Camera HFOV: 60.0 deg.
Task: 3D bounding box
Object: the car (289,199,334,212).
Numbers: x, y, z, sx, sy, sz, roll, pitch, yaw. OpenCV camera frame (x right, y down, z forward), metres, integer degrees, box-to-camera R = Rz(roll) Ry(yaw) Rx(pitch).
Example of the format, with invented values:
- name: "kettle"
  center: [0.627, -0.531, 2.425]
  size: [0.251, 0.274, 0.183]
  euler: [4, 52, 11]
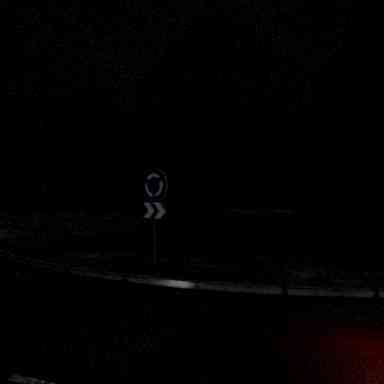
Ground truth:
- name: "car"
  center: [13.662, 1.575, 38.159]
  size: [4.892, 1.490, 1.837]
  euler: [-1, -2, 34]
